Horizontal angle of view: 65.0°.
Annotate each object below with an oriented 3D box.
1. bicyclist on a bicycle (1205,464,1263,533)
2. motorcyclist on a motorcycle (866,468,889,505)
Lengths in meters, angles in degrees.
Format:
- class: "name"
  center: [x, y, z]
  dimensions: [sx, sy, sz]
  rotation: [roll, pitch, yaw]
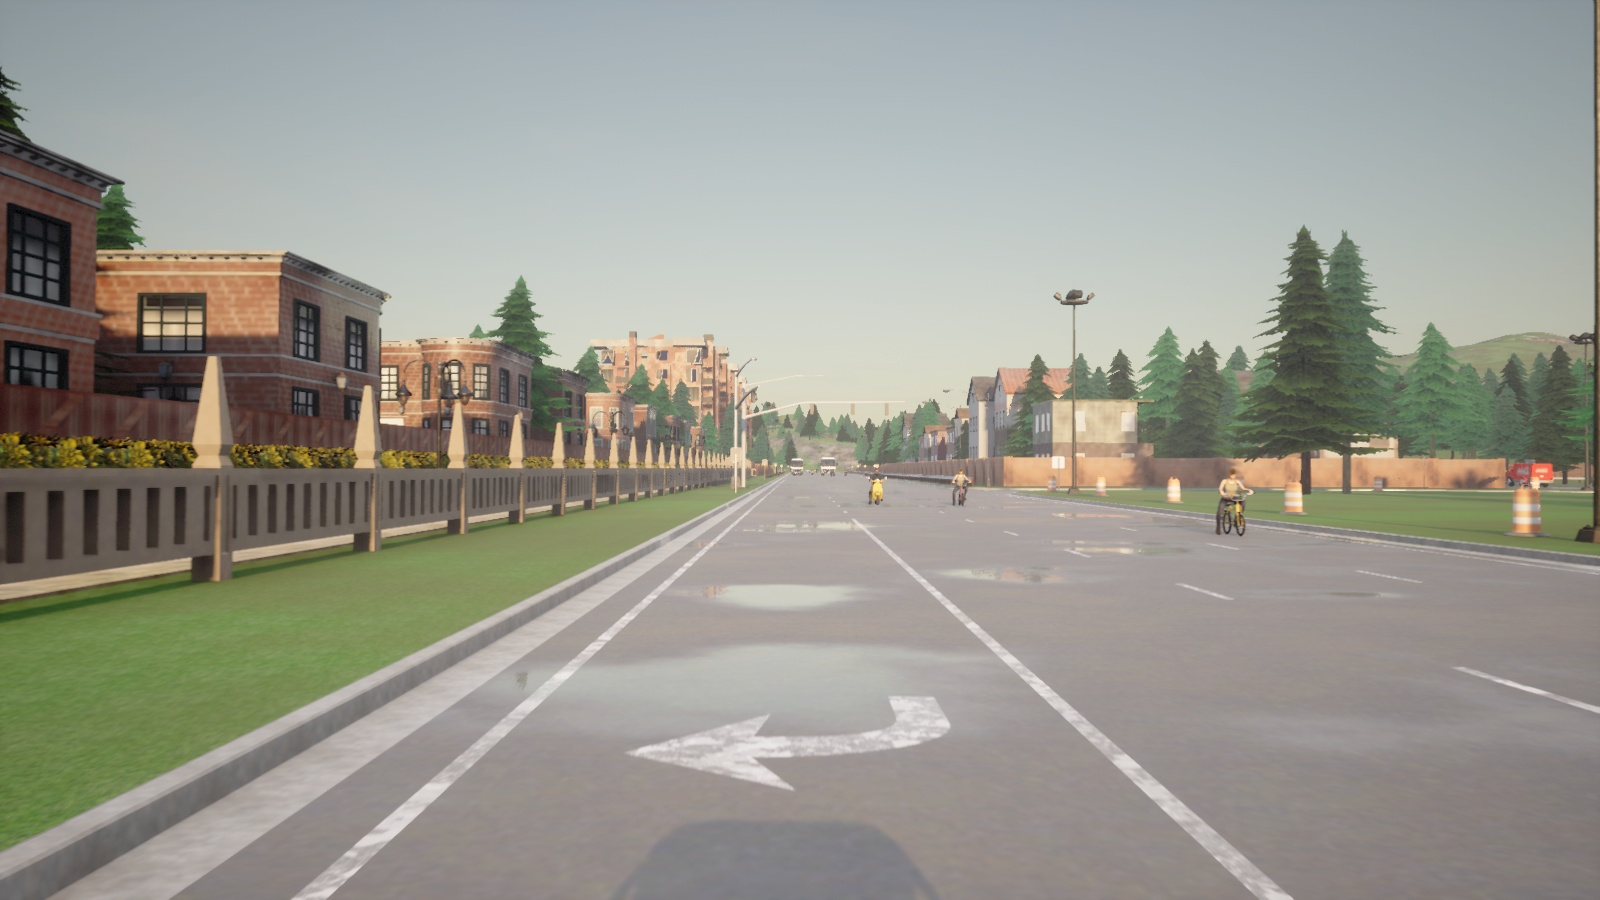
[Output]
- class: "bicyclist on a bicycle"
  center: [10.436, 1.160, 30.229]
  dimensions: [0.866, 1.612, 1.509]
  rotation: [0, -1, 0]
- class: "motorcyclist on a motorcycle"
  center: [3.383, 1.575, 55.132]
  dimensions: [0.866, 1.590, 1.817]
  rotation: [0, -1, 0]
